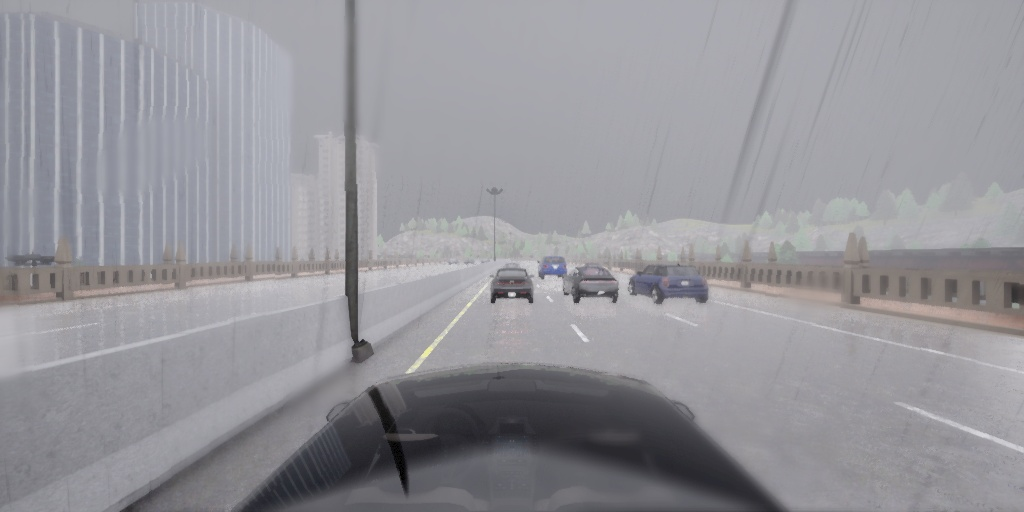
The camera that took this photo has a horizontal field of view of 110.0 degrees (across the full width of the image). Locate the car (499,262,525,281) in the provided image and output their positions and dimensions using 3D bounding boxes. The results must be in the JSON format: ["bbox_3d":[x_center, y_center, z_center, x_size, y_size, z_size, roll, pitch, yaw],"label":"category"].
[{"bbox_3d":[0.000,1.313,31.539,2.033,1.411,5.357,0,0,0],"label":"car"}]

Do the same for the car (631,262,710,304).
[{"bbox_3d":[7.000,1.116,16.510,2.097,1.767,4.553,0,0,0],"label":"car"}]

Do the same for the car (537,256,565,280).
[{"bbox_3d":[3.500,1.008,31.568,2.150,2.045,5.566,0,0,0],"label":"car"}]

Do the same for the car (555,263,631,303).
[{"bbox_3d":[3.500,1.245,16.540,2.128,1.511,4.902,0,0,0],"label":"car"}]

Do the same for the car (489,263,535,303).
[{"bbox_3d":[0.000,1.266,16.540,1.837,1.490,4.892,0,0,0],"label":"car"}]

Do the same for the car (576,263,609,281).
[{"bbox_3d":[7.000,1.322,31.537,1.994,1.385,4.181,0,0,0],"label":"car"}]
